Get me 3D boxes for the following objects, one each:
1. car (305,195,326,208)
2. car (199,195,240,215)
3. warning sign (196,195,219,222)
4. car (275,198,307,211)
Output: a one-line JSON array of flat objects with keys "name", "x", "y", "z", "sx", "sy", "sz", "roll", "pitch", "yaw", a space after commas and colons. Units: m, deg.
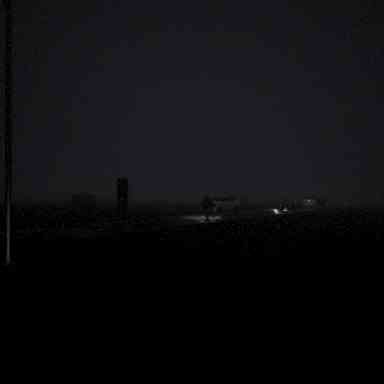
[{"name": "car", "x": 19.314, "y": 1.500, "z": 52.473, "sx": 2.150, "sy": 2.045, "sz": 5.566, "roll": 0, "pitch": 0, "yaw": 37}, {"name": "car", "x": 3.059, "y": 1.348, "z": 35.410, "sx": 2.150, "sy": 2.045, "sz": 5.566, "roll": 0, "pitch": 0, "yaw": 37}, {"name": "warning sign", "x": 1.117, "y": 1.174, "z": 23.914, "sx": 1.300, "sy": 1.860, "sz": 1.060, "roll": 1, "pitch": 0, "yaw": 37}, {"name": "car", "x": 13.247, "y": 1.819, "z": 44.244, "sx": 1.895, "sy": 1.301, "sz": 4.718, "roll": 0, "pitch": 0, "yaw": 37}]
